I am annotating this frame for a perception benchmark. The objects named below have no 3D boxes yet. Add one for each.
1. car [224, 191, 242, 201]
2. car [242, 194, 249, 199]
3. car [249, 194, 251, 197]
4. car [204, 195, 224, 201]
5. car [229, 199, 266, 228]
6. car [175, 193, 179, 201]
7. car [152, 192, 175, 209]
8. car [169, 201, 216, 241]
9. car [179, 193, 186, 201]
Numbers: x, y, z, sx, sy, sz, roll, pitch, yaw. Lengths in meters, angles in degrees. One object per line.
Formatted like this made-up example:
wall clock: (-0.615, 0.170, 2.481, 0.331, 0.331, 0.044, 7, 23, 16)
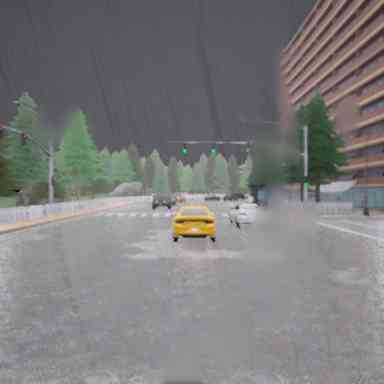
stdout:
car: (8.113, 1.152, 69.185, 1.837, 1.490, 4.892, 0, 0, 30)
car: (10.164, 0.833, 77.886, 2.150, 2.045, 5.566, 0, 0, 44)
car: (14.534, 1.136, 77.355, 4.902, 1.511, 2.128, 0, 0, -43)
car: (4.281, 1.246, 69.423, 1.895, 1.301, 4.718, 0, 0, 30)
car: (3.589, 1.451, 21.737, 1.812, 1.442, 4.674, 0, 0, 0)
car: (-3.500, 1.098, 50.406, 2.097, 1.767, 4.553, 0, 0, 0)
car: (-3.584, 1.016, 40.765, 2.150, 2.045, 5.566, 0, 0, 0)
car: (0.102, 1.421, 16.373, 1.882, 1.535, 5.008, 0, 0, 0)
car: (-2.617, 1.048, 60.353, 2.097, 1.767, 4.553, 0, 0, 12)
